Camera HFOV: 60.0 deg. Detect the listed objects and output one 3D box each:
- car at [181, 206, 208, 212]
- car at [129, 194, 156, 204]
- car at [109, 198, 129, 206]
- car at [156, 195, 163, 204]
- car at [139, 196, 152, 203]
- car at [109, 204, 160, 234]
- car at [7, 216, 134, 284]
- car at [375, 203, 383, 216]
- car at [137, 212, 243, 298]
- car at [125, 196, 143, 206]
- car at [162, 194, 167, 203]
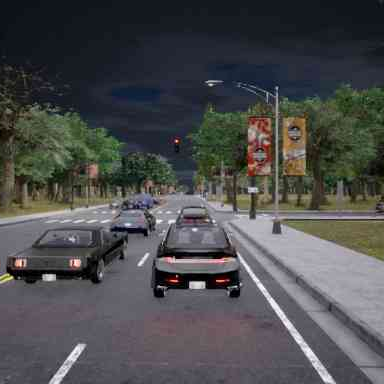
[{"bbox_3d":[0.115,1.512,17.932,1.837,1.490,4.892,0,0,0],"label":"car"},{"bbox_3d":[-6.511,1.251,44.582,2.150,2.045,5.566,0,0,0],"label":"car"},{"bbox_3d":[-9.753,1.522,44.931,2.128,1.511,4.902,0,0,2],"label":"car"},{"bbox_3d":[-6.482,1.643,56.329,1.895,1.301,4.718,0,0,0],"label":"car"},{"bbox_3d":[-9.623,1.560,69.124,1.837,1.490,4.892,0,0,0],"label":"car"},{"bbox_3d":[-3.137,1.571,18.333,1.994,1.385,4.181,0,0,0],"label":"car"},{"bbox_3d":[-3.139,1.603,9.578,1.895,1.301,4.718,0,0,0],"label":"car"},{"bbox_3d":[19.148,1.480,29.948,4.902,1.511,2.128,0,0,0],"label":"car"},{"bbox_3d":[0.107,1.493,8.513,2.128,1.511,4.902,0,0,0],"label":"car"},{"bbox_3d":[-9.731,1.535,56.468,2.128,1.511,4.902,0,0,0],"label":"car"},{"bbox_3d":[-6.370,1.417,70.330,2.097,1.767,4.553,0,0,0],"label":"car"}]
